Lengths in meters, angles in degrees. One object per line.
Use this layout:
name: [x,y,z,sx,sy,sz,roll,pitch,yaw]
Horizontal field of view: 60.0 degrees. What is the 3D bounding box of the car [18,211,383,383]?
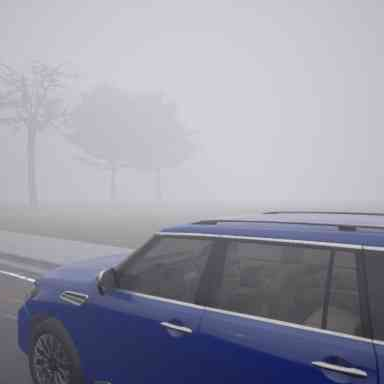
car: [0.568,1.222,3.286,5.566,2.045,2.150,0,0,35]
